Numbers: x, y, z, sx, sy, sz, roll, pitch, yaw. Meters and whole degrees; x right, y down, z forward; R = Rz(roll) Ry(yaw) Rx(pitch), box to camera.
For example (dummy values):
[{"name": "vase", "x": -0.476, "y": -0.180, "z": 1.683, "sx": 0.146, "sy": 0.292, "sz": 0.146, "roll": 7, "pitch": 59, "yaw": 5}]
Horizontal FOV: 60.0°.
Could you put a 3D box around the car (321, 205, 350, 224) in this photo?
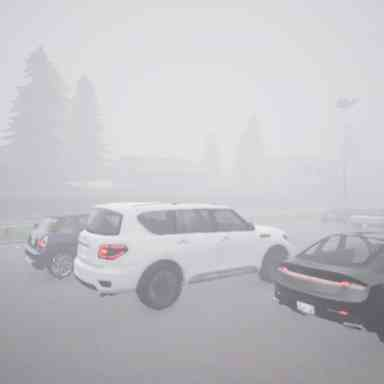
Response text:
[{"name": "car", "x": 11.559, "y": 1.682, "z": 24.989, "sx": 4.181, "sy": 1.385, "sz": 1.994, "roll": 0, "pitch": 0, "yaw": -36}]

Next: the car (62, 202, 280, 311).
[{"name": "car", "x": 0.066, "y": 1.254, "z": 8.105, "sx": 5.566, "sy": 2.045, "sz": 2.150, "roll": 0, "pitch": 0, "yaw": -36}]

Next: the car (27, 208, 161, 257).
[{"name": "car", "x": -3.925, "y": 1.527, "z": 13.857, "sx": 5.008, "sy": 1.535, "sz": 1.882, "roll": 0, "pitch": 0, "yaw": -36}]

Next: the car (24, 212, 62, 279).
[{"name": "car", "x": -2.667, "y": 1.390, "z": 10.451, "sx": 4.553, "sy": 1.767, "sz": 2.097, "roll": 0, "pitch": 0, "yaw": -36}]

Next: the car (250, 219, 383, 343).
[{"name": "car", "x": 3.665, "y": 1.523, "z": 6.382, "sx": 4.902, "sy": 1.511, "sz": 2.128, "roll": 0, "pitch": 0, "yaw": -36}]

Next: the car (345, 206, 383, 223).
[{"name": "car", "x": 12.034, "y": 1.703, "z": 21.020, "sx": 4.718, "sy": 1.301, "sz": 1.895, "roll": 0, "pitch": 0, "yaw": -36}]
